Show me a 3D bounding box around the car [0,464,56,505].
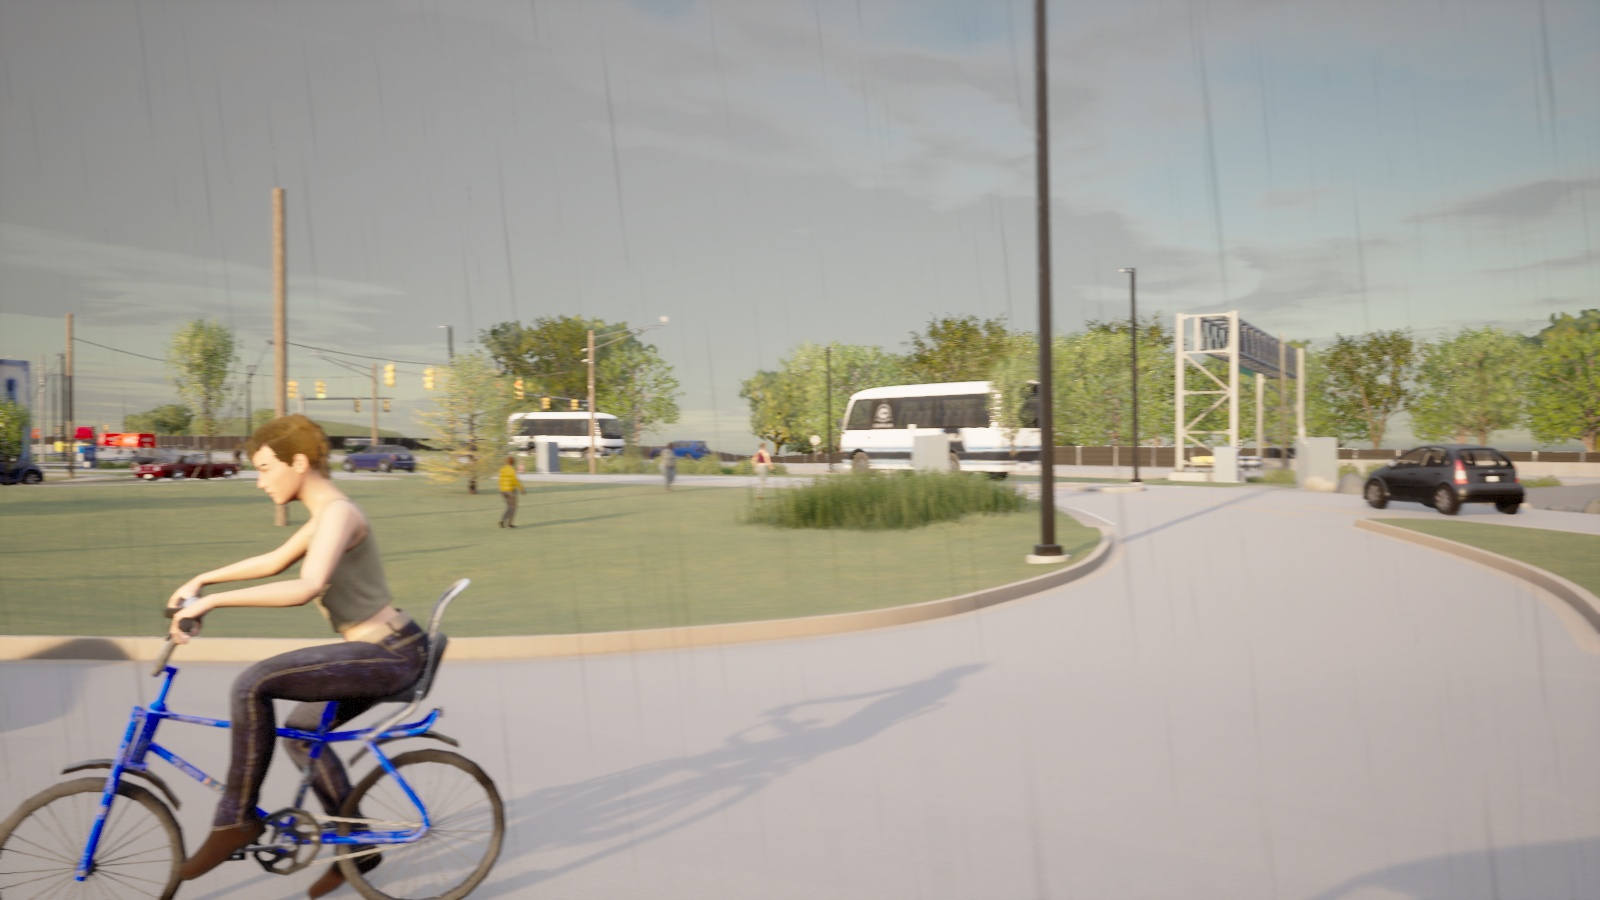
[{"bbox_3d":[-32.868,1.425,51.146,1.851,1.617,3.988,-2,-1,29],"label":"car"}]

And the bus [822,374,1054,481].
[{"bbox_3d":[5.803,-0.859,55.020,3.944,4.253,10.273,-2,0,-38],"label":"bus"}]

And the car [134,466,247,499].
[{"bbox_3d":[-28.714,1.504,59.362,1.895,1.301,4.718,-2,0,22],"label":"car"}]

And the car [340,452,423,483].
[{"bbox_3d":[-25.022,1.054,75.051,4.553,1.767,2.097,-1,0,29],"label":"car"}]

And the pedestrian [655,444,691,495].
[{"bbox_3d":[-4.679,0.712,46.199,0.900,1.855,0.874,-2,-1,29],"label":"pedestrian"}]

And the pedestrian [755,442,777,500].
[{"bbox_3d":[-1.086,0.668,39.980,0.345,1.836,0.594,-2,-1,41],"label":"pedestrian"}]

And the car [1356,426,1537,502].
[{"bbox_3d":[15.331,0.299,30.024,1.851,1.617,3.988,-2,1,-8],"label":"car"}]

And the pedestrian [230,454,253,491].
[{"bbox_3d":[-28.676,1.164,64.435,0.849,1.883,0.563,-2,-1,15],"label":"pedestrian"}]

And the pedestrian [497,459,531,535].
[{"bbox_3d":[-6.979,1.139,30.633,0.370,1.835,0.726,-2,-1,28],"label":"pedestrian"}]

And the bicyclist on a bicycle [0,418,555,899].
[{"bbox_3d":[-1.616,0.731,3.916,1.509,1.612,0.866,-1,-1,-22],"label":"bicyclist on a bicycle"}]

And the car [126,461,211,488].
[{"bbox_3d":[-37.106,1.454,73.772,4.792,1.488,2.163,-1,0,29],"label":"car"}]
